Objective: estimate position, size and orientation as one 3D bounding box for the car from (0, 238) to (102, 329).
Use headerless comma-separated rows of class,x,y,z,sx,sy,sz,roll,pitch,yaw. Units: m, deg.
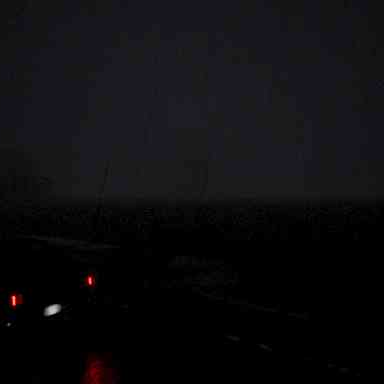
car,-4.016,1.586,6.624,4.718,1.301,1.895,0,0,36
